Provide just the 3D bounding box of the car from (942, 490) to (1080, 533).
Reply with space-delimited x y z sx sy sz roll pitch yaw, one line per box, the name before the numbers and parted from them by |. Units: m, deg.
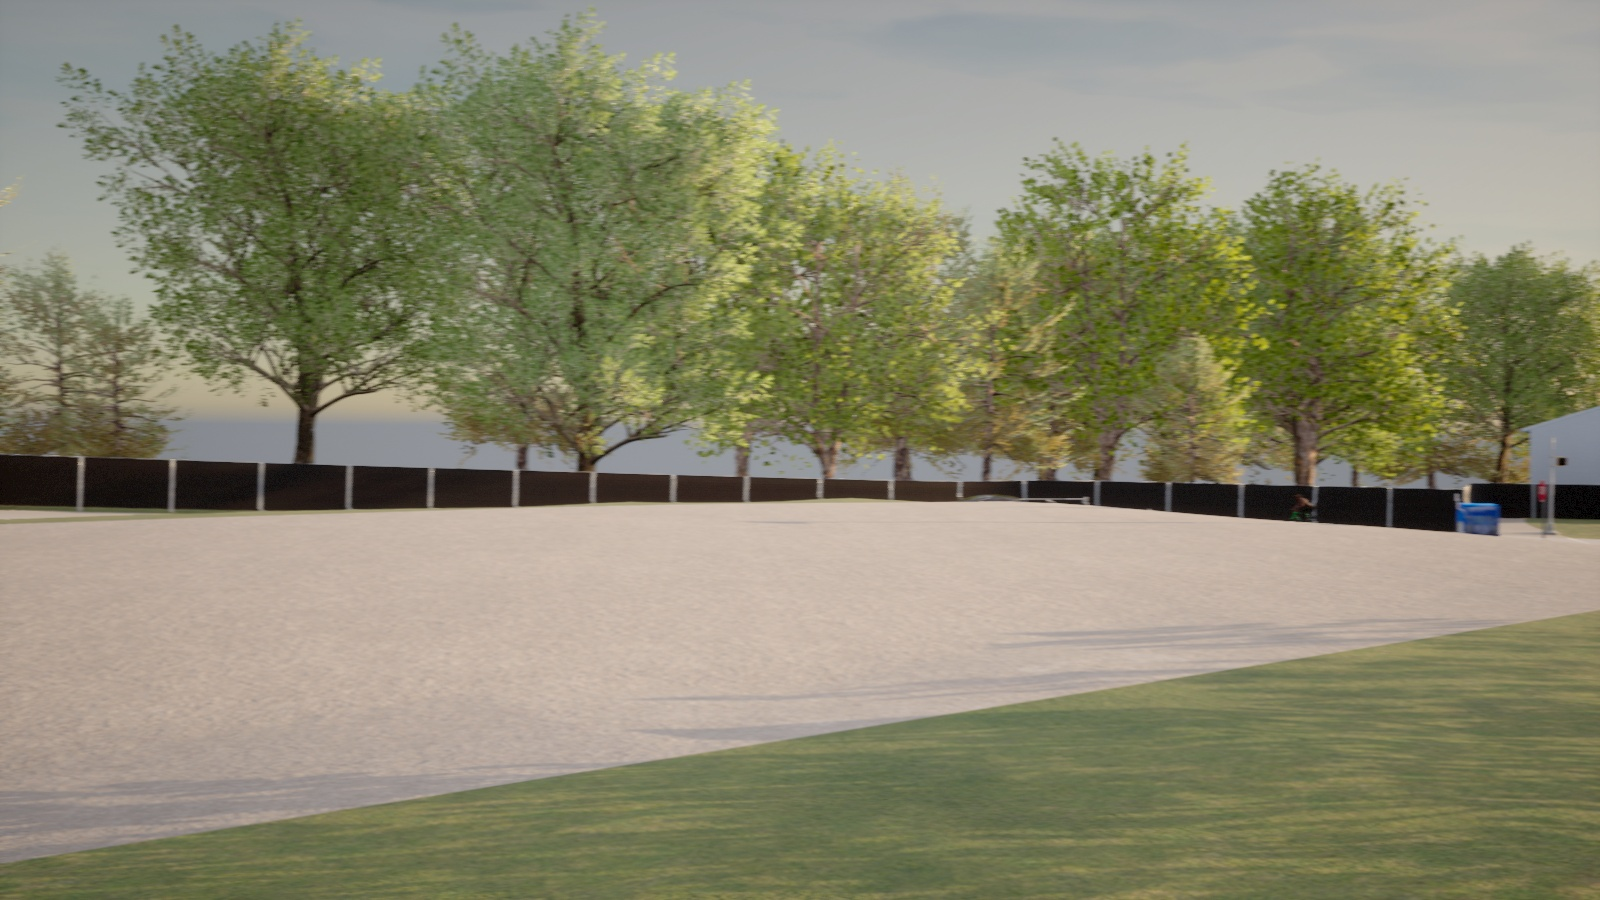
car | 8.077 2.328 48.201 4.892 1.490 1.837 0 1 -8
